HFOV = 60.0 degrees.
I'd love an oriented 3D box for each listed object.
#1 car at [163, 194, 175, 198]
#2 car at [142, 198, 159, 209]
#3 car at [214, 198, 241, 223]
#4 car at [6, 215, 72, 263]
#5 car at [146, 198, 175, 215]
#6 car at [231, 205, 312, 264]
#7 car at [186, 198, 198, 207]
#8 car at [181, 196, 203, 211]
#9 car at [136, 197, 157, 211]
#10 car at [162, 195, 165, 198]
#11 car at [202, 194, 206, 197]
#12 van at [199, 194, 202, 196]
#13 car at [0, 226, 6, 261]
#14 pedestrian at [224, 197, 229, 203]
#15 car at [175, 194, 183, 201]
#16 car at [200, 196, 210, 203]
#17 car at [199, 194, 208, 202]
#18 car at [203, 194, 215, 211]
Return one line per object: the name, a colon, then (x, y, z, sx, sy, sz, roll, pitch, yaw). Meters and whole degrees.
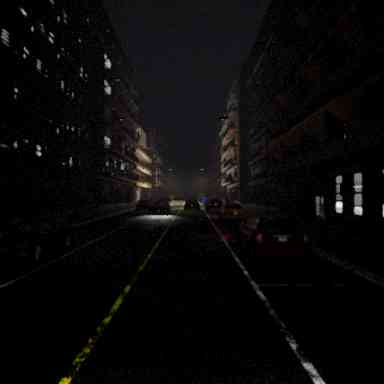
car: (-5.662, 1.326, 74.143, 2.192, 1.841, 5.009, 1, 0, 0)
car: (-5.670, 1.528, 45.665, 1.752, 1.417, 4.829, 1, 0, 0)
car: (3.004, 1.456, 25.564, 1.801, 1.575, 5.366, 0, 0, 0)
car: (-5.677, 1.551, 11.865, 2.008, 1.369, 4.403, 1, 0, 0)
car: (-3.090, 1.565, 33.213, 1.994, 1.385, 4.181, 0, 0, 0)
car: (2.705, 1.440, 11.823, 1.967, 1.590, 4.097, 1, 0, 0)
car: (0.009, 1.604, 53.745, 1.895, 1.301, 4.718, 0, 0, 0)
car: (0.035, 1.565, 41.495, 1.994, 1.385, 4.181, 0, 0, 1)
car: (-5.672, 1.546, 40.174, 1.887, 1.381, 4.507, 1, 0, 0)
car: (-5.669, 1.528, 51.327, 1.752, 1.417, 4.829, 1, 0, 0)
car: (2.711, 1.442, 45.793, 1.967, 1.590, 4.097, 1, 0, 0)
van: (2.715, 1.346, 62.779, 1.690, 1.788, 3.998, 1, 0, 0)
car: (-5.675, 1.440, 6.204, 1.967, 1.590, 4.097, 1, 0, 0)
pedestrian: (3.005, 1.294, 28.571, 0.375, 1.860, 0.375, 1, -1, -3)
car: (-2.987, 1.155, 74.894, 2.097, 1.767, 4.553, 0, 0, 0)
car: (2.713, 1.590, 68.440, 1.802, 1.307, 4.206, 1, 0, 0)
car: (2.718, 1.328, 79.763, 2.192, 1.841, 5.009, 1, 0, 0)
car: (2.710, 1.441, 40.132, 1.967, 1.590, 4.097, 1, 0, 0)
